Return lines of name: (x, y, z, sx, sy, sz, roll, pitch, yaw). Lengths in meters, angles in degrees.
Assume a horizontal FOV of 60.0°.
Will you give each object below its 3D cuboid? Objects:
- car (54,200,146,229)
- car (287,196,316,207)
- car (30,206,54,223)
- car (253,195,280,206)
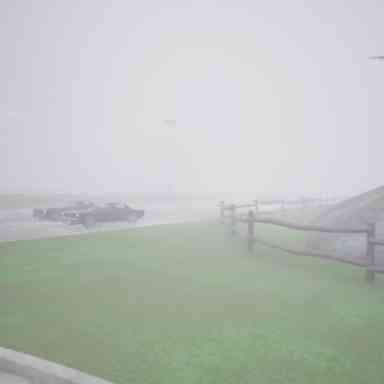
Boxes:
car: (-5.018, 1.249, 19.079, 1.895, 1.301, 4.718, 1, 1, 40)
car: (13.385, 1.097, 40.728, 1.895, 1.301, 4.718, 1, 1, 41)
car: (-7.696, 1.187, 21.332, 1.895, 1.301, 4.718, 1, 1, 40)
car: (9.302, 1.008, 41.349, 1.994, 1.385, 4.181, 1, 1, 41)
